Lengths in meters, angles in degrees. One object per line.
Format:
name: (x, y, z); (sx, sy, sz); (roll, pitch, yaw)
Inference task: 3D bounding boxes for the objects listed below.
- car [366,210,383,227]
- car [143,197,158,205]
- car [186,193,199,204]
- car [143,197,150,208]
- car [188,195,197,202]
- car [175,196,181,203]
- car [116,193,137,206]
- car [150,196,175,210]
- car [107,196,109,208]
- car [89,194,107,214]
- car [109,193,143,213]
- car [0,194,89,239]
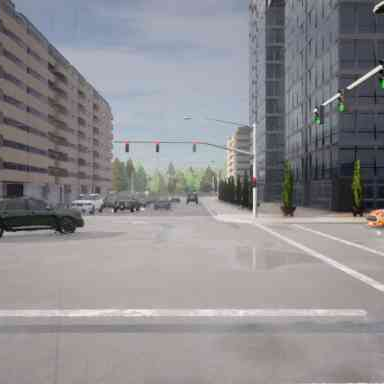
car: (13.579, 1.407, 21.101); (4.553, 1.767, 2.097); (0, 0, 0)
car: (-7.187, 1.564, 58.379); (1.994, 1.385, 4.181); (0, 0, 1)
car: (0.062, 1.221, 63.825); (2.150, 2.045, 5.566); (0, 0, 1)
car: (-7.325, 1.547, 48.359); (2.033, 1.411, 5.357); (0, 0, 1)
car: (0.098, 1.500, 74.538); (1.837, 1.490, 4.892); (0, 0, 1)
car: (-3.379, 1.525, 68.498); (1.812, 1.442, 4.674); (0, 0, 1)
car: (-10.736, 1.221, 54.985); (2.150, 2.045, 5.566); (0, 0, 1)
car: (-3.681, 1.491, 42.573); (2.128, 1.511, 4.902); (0, 0, 1)
car: (-10.867, 1.352, 44.784); (2.097, 1.767, 4.553); (0, 0, 1)
car: (-10.928, 1.221, 34.940); (2.150, 2.045, 5.566); (0, 0, -1)
car: (-7.419, 1.221, 38.114); (2.150, 2.045, 5.566); (0, 0, 1)
car: (-8.554, 1.248, 17.176); (5.566, 2.045, 2.150); (0, 1, -36)
